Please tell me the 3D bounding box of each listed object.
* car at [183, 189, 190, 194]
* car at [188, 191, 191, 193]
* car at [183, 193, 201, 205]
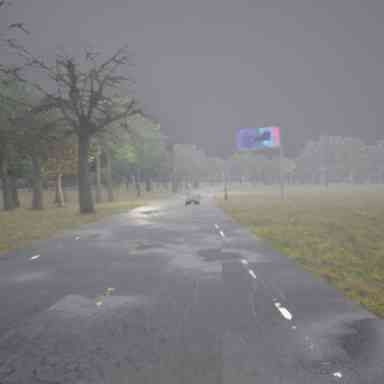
[{"bbox_3d":[-1.319,0.167,89.131,2.097,1.767,4.553,-1,1,4],"label":"car"},{"bbox_3d":[0.742,0.819,64.749,1.994,1.385,4.181,-1,1,3],"label":"car"},{"bbox_3d":[0.126,1.147,47.016,1.895,1.301,4.718,-1,1,2],"label":"car"}]
